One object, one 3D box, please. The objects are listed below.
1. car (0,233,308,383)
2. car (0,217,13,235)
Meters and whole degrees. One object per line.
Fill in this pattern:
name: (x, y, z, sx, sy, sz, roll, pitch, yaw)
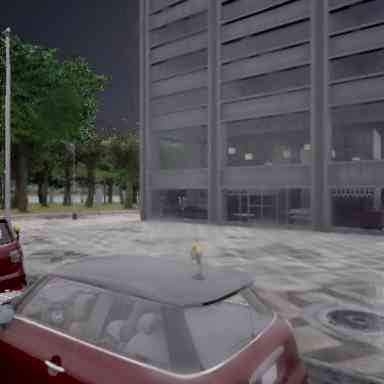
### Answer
car: (-0.990, 1.445, 3.667, 4.097, 1.590, 1.967, 0, 0, 35)
car: (-5.417, 1.329, 6.824, 5.009, 1.841, 2.192, 0, 0, 35)
